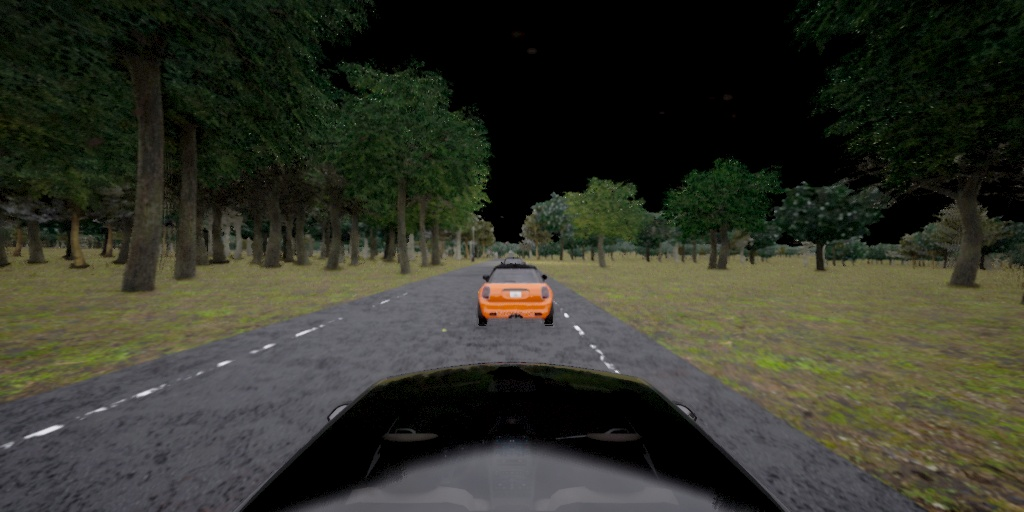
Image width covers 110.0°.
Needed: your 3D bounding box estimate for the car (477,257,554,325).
[{"bbox_3d":[0.099,1.021,11.608,2.097,1.767,4.553,0,0,0],"label":"car"}]
